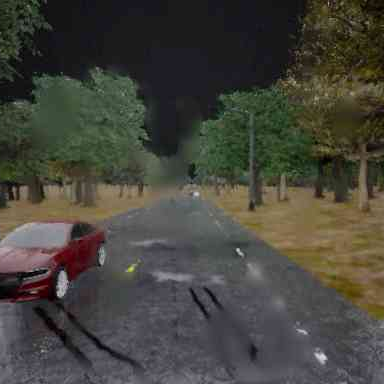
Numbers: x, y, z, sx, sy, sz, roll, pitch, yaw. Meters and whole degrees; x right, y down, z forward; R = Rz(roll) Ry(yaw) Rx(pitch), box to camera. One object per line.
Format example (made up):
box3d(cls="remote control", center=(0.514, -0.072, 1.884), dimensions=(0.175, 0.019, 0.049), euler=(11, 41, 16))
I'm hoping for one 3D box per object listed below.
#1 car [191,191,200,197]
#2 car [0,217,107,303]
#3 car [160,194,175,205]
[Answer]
box3d(cls="car", center=(1.227, 0.686, 89.647), dimensions=(1.812, 1.442, 4.674), euler=(0, 0, 0))
box3d(cls="car", center=(-3.601, 1.457, 8.453), dimensions=(1.882, 1.535, 5.008), euler=(0, 0, 0))
box3d(cls="car", center=(-3.576, 1.057, 49.315), dimensions=(1.882, 1.535, 5.008), euler=(0, 1, 0))
